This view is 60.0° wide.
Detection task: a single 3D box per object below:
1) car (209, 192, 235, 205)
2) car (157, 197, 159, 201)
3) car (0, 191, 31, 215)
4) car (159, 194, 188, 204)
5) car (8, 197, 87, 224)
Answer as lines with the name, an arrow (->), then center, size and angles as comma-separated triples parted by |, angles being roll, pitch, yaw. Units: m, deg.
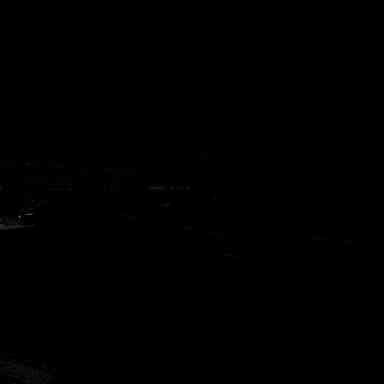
car -> 4.022, 0.840, 45.059 | 2.097, 1.767, 4.553 | 0, 1, 32
car -> -3.449, 0.963, 52.935 | 2.033, 1.411, 5.357 | 0, 1, 32
car -> -15.439, 0.955, 26.439 | 2.150, 2.045, 5.566 | 0, 0, 31
car -> -2.289, 1.031, 48.165 | 1.994, 1.385, 4.181 | 0, 1, 32
car -> -9.482, 1.266, 22.763 | 1.837, 1.490, 4.892 | 0, 1, 31
